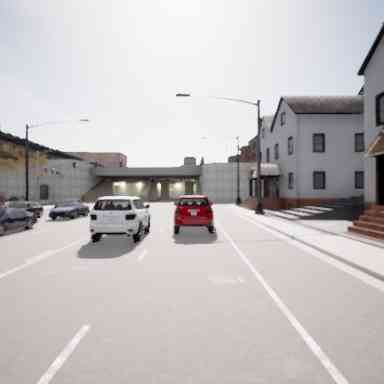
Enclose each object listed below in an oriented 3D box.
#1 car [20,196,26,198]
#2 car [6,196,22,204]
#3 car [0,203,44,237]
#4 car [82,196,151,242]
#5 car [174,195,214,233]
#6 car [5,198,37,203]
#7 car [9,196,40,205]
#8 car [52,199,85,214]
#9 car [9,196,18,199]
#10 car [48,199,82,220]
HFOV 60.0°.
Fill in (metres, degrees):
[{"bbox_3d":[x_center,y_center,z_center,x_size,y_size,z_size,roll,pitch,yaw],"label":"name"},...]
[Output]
[{"bbox_3d":[-31.664,1.579,59.196,2.038,1.542,4.974,0,0,-36],"label":"car"},{"bbox_3d":[-31.696,1.422,59.238,1.853,1.218,4.536,0,0,-36],"label":"car"},{"bbox_3d":[-10.589,1.586,18.648,2.033,1.411,5.357,0,0,0],"label":"car"},{"bbox_3d":[-3.401,1.221,16.613,2.150,2.045,5.566,0,0,0],"label":"car"},{"bbox_3d":[0.099,1.198,19.795,2.150,2.045,5.566,0,0,0],"label":"car"},{"bbox_3d":[-14.042,1.556,27.576,1.837,1.490,4.892,0,0,0],"label":"car"},{"bbox_3d":[-32.451,1.579,64.563,2.038,1.542,4.974,0,0,29],"label":"car"},{"bbox_3d":[-13.991,1.547,37.990,1.837,1.490,4.892,0,0,0],"label":"car"},{"bbox_3d":[-31.691,1.426,54.550,1.853,1.218,4.536,0,0,44],"label":"car"},{"bbox_3d":[-10.531,1.578,28.937,2.033,1.411,5.357,0,0,0],"label":"car"}]
